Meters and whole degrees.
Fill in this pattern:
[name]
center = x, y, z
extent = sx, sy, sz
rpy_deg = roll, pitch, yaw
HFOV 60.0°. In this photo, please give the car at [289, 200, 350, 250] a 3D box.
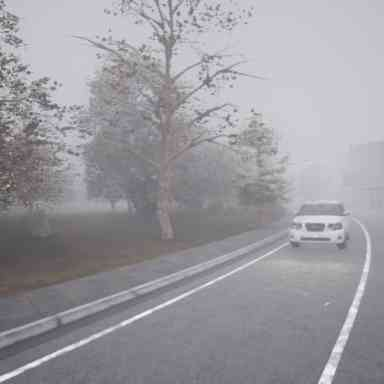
[car]
center = 6.149, 1.416, 15.689
extent = 2.150, 2.045, 5.566
rpy_deg = -2, -2, 28
